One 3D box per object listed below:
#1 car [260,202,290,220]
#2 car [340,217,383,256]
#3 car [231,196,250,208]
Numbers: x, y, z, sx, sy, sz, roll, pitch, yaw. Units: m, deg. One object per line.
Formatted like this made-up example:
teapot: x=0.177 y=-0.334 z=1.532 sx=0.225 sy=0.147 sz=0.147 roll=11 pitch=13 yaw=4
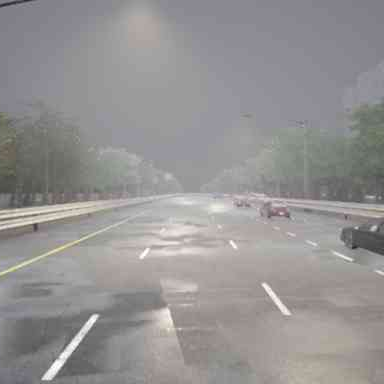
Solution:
car: x=7.062 y=1.538 z=28.474 sx=1.812 sy=1.442 sz=4.674 roll=0 pitch=0 yaw=0
car: x=7.014 y=1.549 z=11.304 sx=2.033 sy=1.411 sz=5.357 roll=0 pitch=0 yaw=0
car: x=7.135 y=1.609 z=48.017 sx=1.895 sy=1.301 sz=4.718 roll=0 pitch=0 yaw=0
